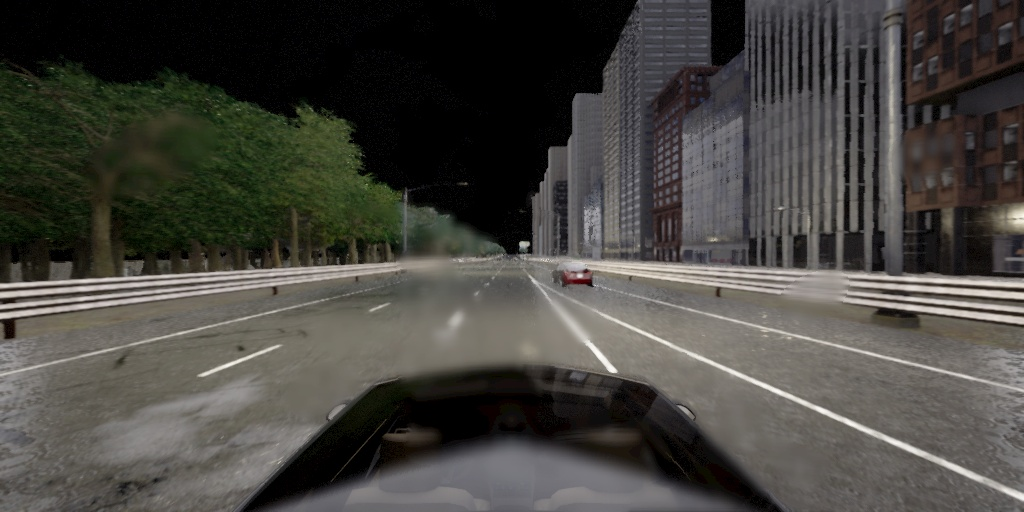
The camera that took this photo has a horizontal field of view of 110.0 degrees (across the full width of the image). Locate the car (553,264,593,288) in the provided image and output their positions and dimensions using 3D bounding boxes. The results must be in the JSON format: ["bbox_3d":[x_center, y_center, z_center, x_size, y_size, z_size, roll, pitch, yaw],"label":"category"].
[{"bbox_3d":[4.000,1.237,24.010,2.163,1.488,4.792,0,0,-3],"label":"car"}]
